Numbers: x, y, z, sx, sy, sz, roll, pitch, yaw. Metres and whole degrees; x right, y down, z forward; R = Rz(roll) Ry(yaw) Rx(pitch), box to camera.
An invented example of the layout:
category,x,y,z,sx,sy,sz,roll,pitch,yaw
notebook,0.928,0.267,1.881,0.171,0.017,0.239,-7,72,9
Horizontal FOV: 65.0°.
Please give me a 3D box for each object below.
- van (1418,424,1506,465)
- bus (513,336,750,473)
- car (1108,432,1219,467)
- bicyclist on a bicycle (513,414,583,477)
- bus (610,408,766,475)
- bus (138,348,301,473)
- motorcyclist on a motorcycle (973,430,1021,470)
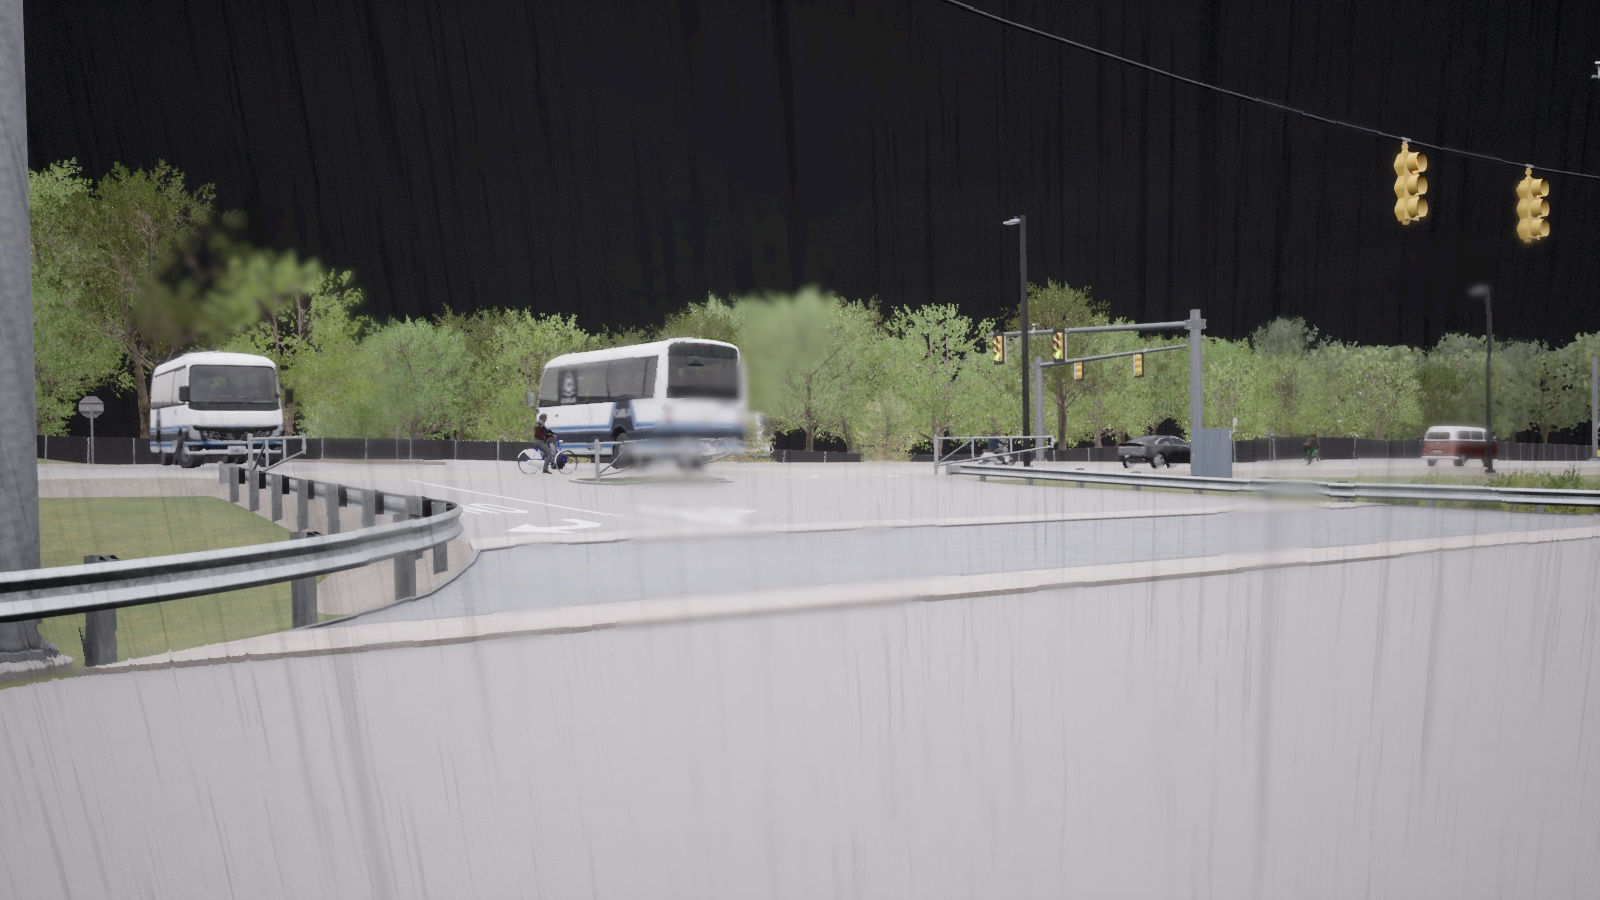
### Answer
category,x,y,z,sx,sy,sz,roll,pitch,yaw
van,33.741,-0.265,63.964,4.480,2.038,2.069,0,0,-34
bus,-6.224,-1.377,44.331,3.944,4.253,10.273,1,-1,-35
car,16.364,-0.009,56.443,4.902,1.511,2.128,0,0,-34
bicyclist on a bicycle,-7.273,-0.128,36.230,1.843,1.776,0.659,0,2,-34
bus,-7.950,-0.576,89.984,10.273,4.253,3.944,2,-1,10
bus,-22.426,-1.390,48.096,3.944,4.253,10.273,-1,1,-34
motorcyclist on a motorcycle,7.985,-0.006,50.781,1.817,1.590,0.866,0,0,-34
